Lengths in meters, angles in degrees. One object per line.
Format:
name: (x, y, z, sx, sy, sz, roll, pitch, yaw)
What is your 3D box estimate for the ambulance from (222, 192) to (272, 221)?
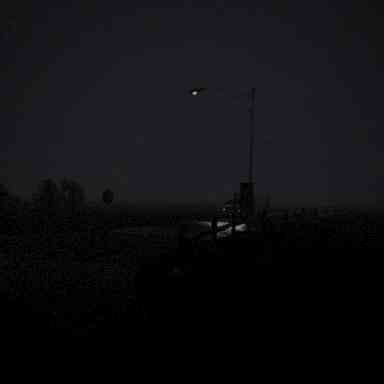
ambulance: (5.068, 1.263, 30.366, 2.351, 2.431, 6.366, 2, 0, 35)
